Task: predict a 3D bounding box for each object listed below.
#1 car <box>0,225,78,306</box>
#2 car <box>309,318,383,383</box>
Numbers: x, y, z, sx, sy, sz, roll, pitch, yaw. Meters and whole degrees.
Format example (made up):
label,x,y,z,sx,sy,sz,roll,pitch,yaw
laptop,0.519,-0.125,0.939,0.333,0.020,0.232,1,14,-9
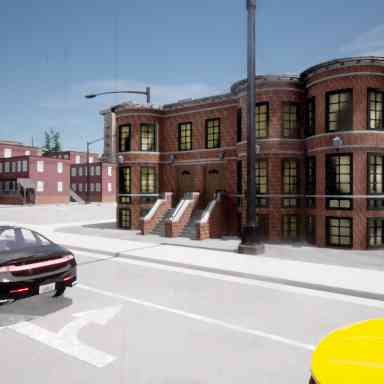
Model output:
label,x,y,z,sx,sy,sz,roll,pitch,yaw
car,-4.569,1.492,7.263,4.902,1.511,2.128,0,0,34
car,3.198,1.478,1.713,5.008,1.535,1.882,0,0,36
